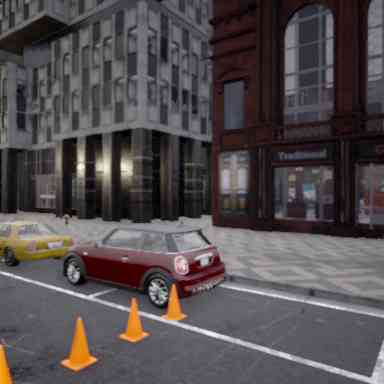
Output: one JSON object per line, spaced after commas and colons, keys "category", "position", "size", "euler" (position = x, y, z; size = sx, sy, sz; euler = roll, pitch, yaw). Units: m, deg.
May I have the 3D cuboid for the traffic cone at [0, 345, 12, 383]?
{"category": "traffic cone", "position": [-2.086, 1.967, 3.623], "size": [0.340, 0.580, 0.340], "euler": [0, 0, 36]}

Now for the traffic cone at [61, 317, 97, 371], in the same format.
{"category": "traffic cone", "position": [-1.502, 1.972, 4.435], "size": [0.340, 0.580, 0.340], "euler": [0, 0, 36]}

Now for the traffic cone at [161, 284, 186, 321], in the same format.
{"category": "traffic cone", "position": [-0.334, 1.981, 6.058], "size": [0.340, 0.580, 0.340], "euler": [0, 0, 36]}

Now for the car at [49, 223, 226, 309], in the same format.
{"category": "car", "position": [-1.318, 1.471, 8.043], "size": [4.097, 1.590, 1.967], "euler": [0, 0, 36]}

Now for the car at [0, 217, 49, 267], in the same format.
{"category": "car", "position": [-6.032, 1.561, 11.433], "size": [4.829, 1.417, 1.752], "euler": [0, 0, 36]}

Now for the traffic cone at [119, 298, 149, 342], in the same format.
{"category": "traffic cone", "position": [-0.918, 1.976, 5.247], "size": [0.340, 0.580, 0.340], "euler": [0, 0, 36]}
